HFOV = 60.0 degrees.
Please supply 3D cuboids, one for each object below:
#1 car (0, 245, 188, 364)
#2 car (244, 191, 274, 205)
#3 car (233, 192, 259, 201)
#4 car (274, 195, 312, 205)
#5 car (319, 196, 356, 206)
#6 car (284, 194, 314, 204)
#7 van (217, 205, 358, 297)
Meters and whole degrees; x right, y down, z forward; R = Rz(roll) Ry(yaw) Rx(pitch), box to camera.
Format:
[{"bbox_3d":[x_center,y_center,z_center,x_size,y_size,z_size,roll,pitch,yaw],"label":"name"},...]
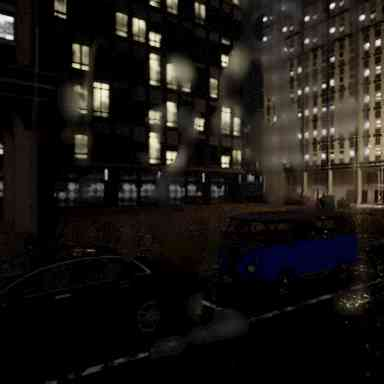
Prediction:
[{"bbox_3d":[-2.117,1.553,5.051,4.403,1.369,2.008,0,0,-36],"label":"car"},{"bbox_3d":[9.576,0.807,46.072,2.192,1.841,5.009,1,0,-36],"label":"car"},{"bbox_3d":[9.741,0.805,60.209,1.752,1.417,4.829,1,0,-36],"label":"car"},{"bbox_3d":[12.818,1.182,41.544,1.802,1.307,4.206,1,0,-36],"label":"car"},{"bbox_3d":[16.072,1.148,37.015,1.967,1.590,4.097,1,0,-36],"label":"car"},{"bbox_3d":[16.341,1.081,51.009,1.802,1.307,4.206,1,0,-36],"label":"car"},{"bbox_3d":[2.480,1.356,8.334,3.998,1.788,1.690,0,0,-36],"label":"van"}]
